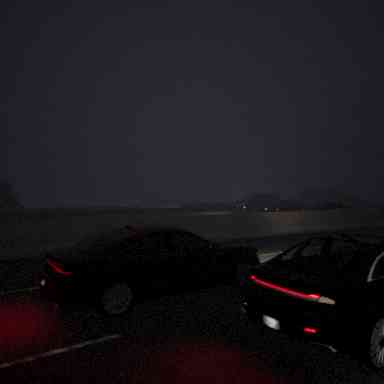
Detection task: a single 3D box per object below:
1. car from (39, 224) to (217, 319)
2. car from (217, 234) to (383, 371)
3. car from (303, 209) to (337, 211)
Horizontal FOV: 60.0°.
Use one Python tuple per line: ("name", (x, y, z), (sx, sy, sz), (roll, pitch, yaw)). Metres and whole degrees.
("car", (-0.653, 1.466, 7.419), (5.008, 1.535, 1.882), (0, 0, -34))
("car", (3.058, 1.487, 5.678), (4.902, 1.511, 2.128), (0, 0, -33))
("car", (10.571, 1.468, 26.553), (4.902, 1.511, 2.128), (0, 0, -27))
